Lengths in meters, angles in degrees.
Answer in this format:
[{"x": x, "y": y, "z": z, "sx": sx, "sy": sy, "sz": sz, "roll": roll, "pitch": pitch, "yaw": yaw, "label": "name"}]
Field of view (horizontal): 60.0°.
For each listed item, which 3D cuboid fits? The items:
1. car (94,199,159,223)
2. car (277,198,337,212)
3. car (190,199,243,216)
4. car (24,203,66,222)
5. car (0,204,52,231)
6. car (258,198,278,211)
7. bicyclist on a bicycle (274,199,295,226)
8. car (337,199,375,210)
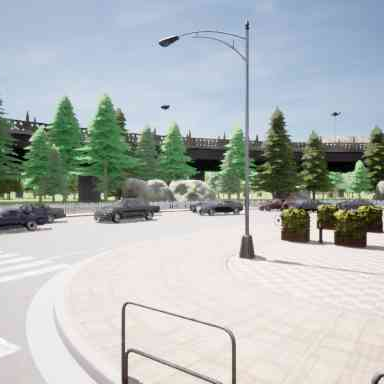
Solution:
[{"x": -5.075, "y": 1.297, "z": 25.061, "sx": 2.097, "sy": 1.767, "sz": 4.553, "roll": 0, "pitch": 0, "yaw": 41, "label": "car"}, {"x": 12.450, "y": 1.492, "z": 36.110, "sx": 5.357, "sy": 1.411, "sz": 2.033, "roll": 0, "pitch": 0, "yaw": -12, "label": "car"}, {"x": 2.673, "y": 1.436, "z": 31.952, "sx": 4.902, "sy": 1.511, "sz": 2.128, "roll": 0, "pitch": 0, "yaw": -30, "label": "car"}, {"x": -11.410, "y": 1.492, "z": 22.732, "sx": 2.033, "sy": 1.411, "sz": 5.357, "roll": 0, "pitch": 0, "yaw": 37, "label": "car"}, {"x": -10.533, "y": 1.545, "z": 18.200, "sx": 1.895, "sy": 1.301, "sz": 4.718, "roll": 0, "pitch": 0, "yaw": 36, "label": "car"}, {"x": 9.958, "y": 1.470, "z": 38.811, "sx": 4.674, "sy": 1.442, "sz": 1.812, "roll": 0, "pitch": 0, "yaw": -15, "label": "car"}, {"x": 5.535, "y": 1.245, "z": 19.605, "sx": 0.582, "sy": 1.620, "sz": 1.656, "roll": 0, "pitch": 0, "yaw": -44, "label": "bicyclist on a bicycle"}, {"x": 19.734, "y": 1.509, "z": 40.189, "sx": 4.181, "sy": 1.385, "sz": 1.994, "roll": 0, "pitch": 0, "yaw": 0, "label": "car"}]
